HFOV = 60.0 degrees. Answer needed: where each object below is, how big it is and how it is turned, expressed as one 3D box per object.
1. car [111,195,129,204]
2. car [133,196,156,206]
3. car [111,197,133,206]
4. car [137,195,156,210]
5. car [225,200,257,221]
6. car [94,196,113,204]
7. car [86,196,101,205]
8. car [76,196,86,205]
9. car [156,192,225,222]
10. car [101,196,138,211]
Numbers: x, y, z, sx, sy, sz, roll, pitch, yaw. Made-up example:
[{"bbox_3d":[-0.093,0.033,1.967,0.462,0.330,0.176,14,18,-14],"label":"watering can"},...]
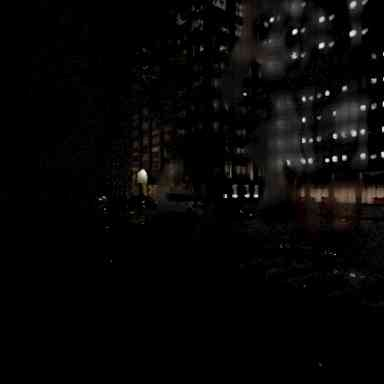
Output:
[{"bbox_3d":[-13.613,1.396,62.908,1.812,1.442,4.674,1,0,-34],"label":"car"},{"bbox_3d":[-7.821,1.392,54.248,1.837,1.490,4.892,1,0,-34],"label":"car"},{"bbox_3d":[-11.367,1.454,53.717,1.895,1.301,4.718,1,0,-34],"label":"car"},{"bbox_3d":[-5.785,1.196,39.342,2.097,1.767,4.553,1,0,-34],"label":"car"},{"bbox_3d":[3.012,1.394,26.178,1.812,1.442,4.674,1,0,-34],"label":"car"},{"bbox_3d":[-16.315,1.402,61.102,1.994,1.385,4.181,1,0,-34],"label":"car"},{"bbox_3d":[-16.236,1.400,55.138,1.994,1.385,4.181,1,0,-34],"label":"car"},{"bbox_3d":[-18.934,1.324,53.327,1.812,1.442,4.674,1,0,-34],"label":"car"},{"bbox_3d":[-0.282,1.056,25.261,2.150,2.045,5.566,1,0,-34],"label":"car"},{"bbox_3d":[-8.159,1.314,37.041,1.837,1.490,4.892,1,1,-34],"label":"car"}]
